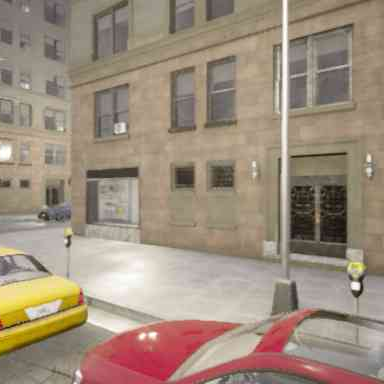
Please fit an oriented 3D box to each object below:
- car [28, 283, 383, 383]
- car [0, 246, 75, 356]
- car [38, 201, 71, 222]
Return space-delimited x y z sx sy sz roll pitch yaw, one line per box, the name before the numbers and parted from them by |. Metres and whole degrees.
car | 0.853 1.579 2.360 4.206 1.307 1.802 0 0 35
car | -3.810 1.488 5.680 4.829 1.417 1.752 0 0 35
car | -8.981 1.390 24.321 1.994 1.385 4.181 0 0 35
